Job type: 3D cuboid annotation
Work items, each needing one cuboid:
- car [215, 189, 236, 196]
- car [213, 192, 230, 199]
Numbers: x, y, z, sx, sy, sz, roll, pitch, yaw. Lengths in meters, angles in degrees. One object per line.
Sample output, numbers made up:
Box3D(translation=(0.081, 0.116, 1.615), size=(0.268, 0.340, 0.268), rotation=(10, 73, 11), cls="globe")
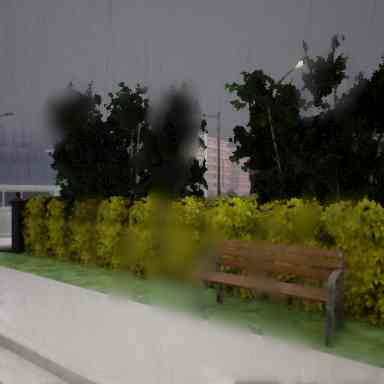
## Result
Box3D(translation=(7.095, 0.422, 69.519), size=(2.150, 2.045, 5.566), rotation=(0, 1, 35), cls="car")
Box3D(translation=(6.702, 0.684, 75.057), size=(1.812, 1.442, 4.674), rotation=(0, 0, 35), cls="car")
